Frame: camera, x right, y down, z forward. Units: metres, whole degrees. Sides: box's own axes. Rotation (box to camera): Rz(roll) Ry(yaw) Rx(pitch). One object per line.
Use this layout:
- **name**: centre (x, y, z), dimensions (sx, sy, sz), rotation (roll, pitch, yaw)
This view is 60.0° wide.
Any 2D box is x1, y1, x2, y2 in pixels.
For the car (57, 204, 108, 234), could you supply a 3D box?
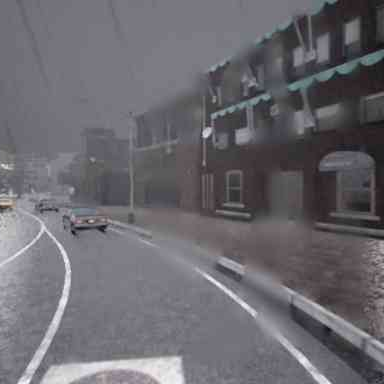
- **car**: centre (-6.309, 1.548, 19.299), dimensions (2.033, 1.411, 5.357), rotation (-1, 1, -28)

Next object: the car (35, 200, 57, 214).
- **car**: centre (-15.851, 1.536, 36.238), dimensions (2.033, 1.411, 5.357), rotation (-1, 1, -32)

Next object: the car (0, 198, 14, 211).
- **car**: centre (-22.905, 1.543, 40.505), dimensions (1.882, 1.535, 5.008), rotation (-1, 1, -32)
